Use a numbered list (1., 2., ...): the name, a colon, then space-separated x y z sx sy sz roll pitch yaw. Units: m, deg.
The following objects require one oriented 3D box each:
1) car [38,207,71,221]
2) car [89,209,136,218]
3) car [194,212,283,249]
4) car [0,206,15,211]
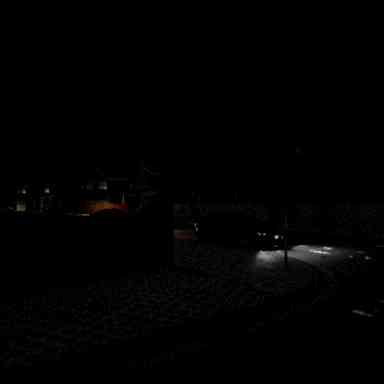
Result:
1. car: -13.849 2.329 33.277 4.892 1.490 1.837 -2 -1 43
2. car: -6.083 2.043 25.607 1.882 1.535 5.008 -1 -1 -44
3. car: 2.111 1.781 16.345 1.837 1.490 4.892 -1 -1 -40
4. car: -28.536 2.879 50.647 5.357 1.411 2.033 -2 -1 45
